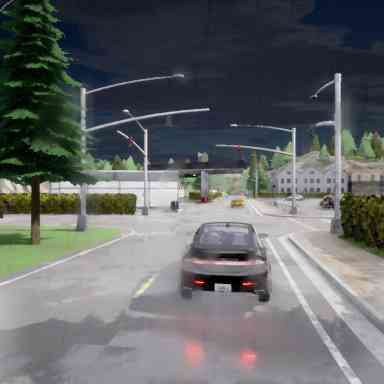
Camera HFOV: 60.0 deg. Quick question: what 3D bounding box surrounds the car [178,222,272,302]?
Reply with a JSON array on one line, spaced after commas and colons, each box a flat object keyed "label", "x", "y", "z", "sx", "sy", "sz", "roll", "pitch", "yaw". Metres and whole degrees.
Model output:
[{"label": "car", "x": 0.878, "y": 1.492, "z": 8.337, "sx": 2.128, "sy": 1.511, "sz": 4.902, "roll": 0, "pitch": 0, "yaw": 8}]

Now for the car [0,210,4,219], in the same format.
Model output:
[{"label": "car", "x": -16.552, "y": 1.564, "z": 25.184, "sx": 4.181, "sy": 1.385, "sz": 1.994, "roll": 0, "pitch": 0, "yaw": 8}]

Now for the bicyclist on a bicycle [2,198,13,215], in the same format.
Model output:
[{"label": "bicyclist on a bicycle", "x": -17.982, "y": 1.453, "z": 32.449, "sx": 0.582, "sy": 1.620, "sz": 1.656, "roll": 0, "pitch": 0, "yaw": 7}]

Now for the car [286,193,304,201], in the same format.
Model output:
[{"label": "car", "x": 23.316, "y": 1.361, "z": 75.614, "sx": 3.806, "sy": 1.475, "sz": 1.970, "roll": 0, "pitch": 0, "yaw": 8}]

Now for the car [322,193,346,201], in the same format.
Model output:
[{"label": "car", "x": 31.720, "y": 1.097, "z": 74.483, "sx": 4.605, "sy": 1.855, "sz": 1.932, "roll": 0, "pitch": 0, "yaw": 8}]

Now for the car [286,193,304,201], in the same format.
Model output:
[{"label": "car", "x": 24.380, "y": 1.077, "z": 78.823, "sx": 3.866, "sy": 1.878, "sz": 1.905, "roll": 0, "pitch": 0, "yaw": 8}]

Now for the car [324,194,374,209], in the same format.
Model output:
[{"label": "car", "x": 18.265, "y": 1.340, "z": 38.563, "sx": 4.514, "sy": 1.523, "sz": 2.007, "roll": 0, "pitch": 0, "yaw": 8}]

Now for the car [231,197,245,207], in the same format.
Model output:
[{"label": "car", "x": 6.959, "y": 1.477, "z": 50.484, "sx": 1.882, "sy": 1.535, "sz": 5.008, "roll": 0, "pitch": 0, "yaw": 8}]

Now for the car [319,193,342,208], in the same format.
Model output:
[{"label": "car", "x": 18.646, "y": 1.330, "z": 41.677, "sx": 5.027, "sy": 1.636, "sz": 2.152, "roll": 0, "pitch": 0, "yaw": 8}]
